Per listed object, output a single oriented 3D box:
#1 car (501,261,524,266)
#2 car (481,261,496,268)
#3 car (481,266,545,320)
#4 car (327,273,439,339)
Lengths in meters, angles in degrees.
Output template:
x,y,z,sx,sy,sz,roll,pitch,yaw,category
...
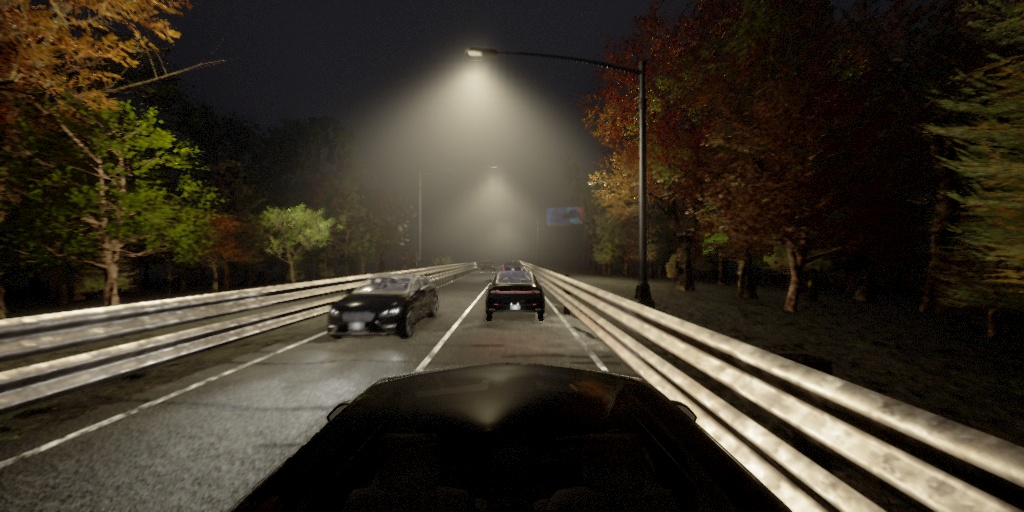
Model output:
x,y,z,sx,sy,sz,roll,pitch,yaw,category
0.085,1.203,33.499,2.097,1.767,4.553,0,0,0,car
-3.362,1.400,51.202,1.882,1.535,5.008,0,0,0,car
0.095,1.259,12.673,2.128,1.511,4.902,0,0,0,car
-3.352,1.252,10.196,2.128,1.511,4.902,0,0,0,car
